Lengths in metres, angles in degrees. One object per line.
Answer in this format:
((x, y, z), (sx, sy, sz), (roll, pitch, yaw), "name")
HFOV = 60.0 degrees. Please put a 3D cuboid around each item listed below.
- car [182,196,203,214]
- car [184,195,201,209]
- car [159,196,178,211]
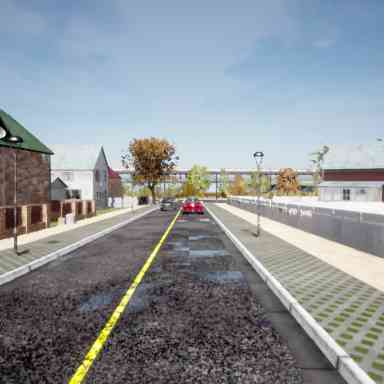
((0.074, 1.345, 35.028), (2.097, 1.767, 4.553), (0, 0, 0), "car")
((0.070, 1.353, 45.120), (2.097, 1.767, 4.553), (0, 0, 0), "car")
((-2.777, 1.302, 39.957), (1.837, 1.490, 4.892), (0, 0, 0), "car")
